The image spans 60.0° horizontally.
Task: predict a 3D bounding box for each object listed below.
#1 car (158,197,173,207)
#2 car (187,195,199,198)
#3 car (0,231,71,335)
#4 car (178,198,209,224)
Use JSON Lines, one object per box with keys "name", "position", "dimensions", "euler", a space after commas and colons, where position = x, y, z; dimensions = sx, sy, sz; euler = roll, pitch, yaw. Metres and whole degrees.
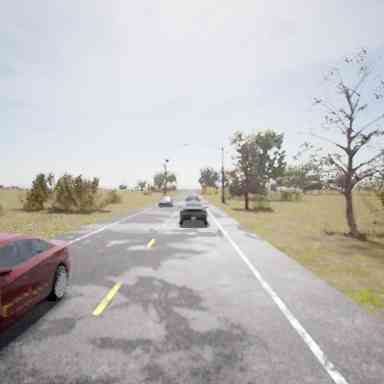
{"name": "car", "position": [-3.576, 1.344, 45.914], "dimensions": [2.033, 1.411, 5.357], "euler": [0, 0, 0]}
{"name": "car", "position": [0.103, 1.167, 41.812], "dimensions": [2.097, 1.767, 4.553], "euler": [0, 0, 0]}
{"name": "car", "position": [-3.600, 1.454, 5.348], "dimensions": [1.882, 1.535, 5.008], "euler": [0, 0, 0]}
{"name": "car", "position": [0.101, 1.402, 23.515], "dimensions": [1.837, 1.490, 4.892], "euler": [0, 0, 0]}
